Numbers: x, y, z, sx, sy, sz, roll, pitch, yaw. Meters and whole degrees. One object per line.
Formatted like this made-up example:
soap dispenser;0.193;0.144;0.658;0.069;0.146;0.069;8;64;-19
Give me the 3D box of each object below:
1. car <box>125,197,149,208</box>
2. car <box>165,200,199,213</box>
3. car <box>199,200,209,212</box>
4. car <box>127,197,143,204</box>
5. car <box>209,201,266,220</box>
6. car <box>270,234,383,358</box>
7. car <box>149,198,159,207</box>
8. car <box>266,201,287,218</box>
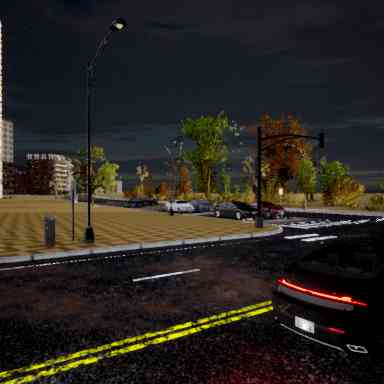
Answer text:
car;-8.458;1.675;49.490;1.994;1.385;4.181;0;0;-30
car;-1.490;1.610;37.890;1.812;1.442;4.674;0;0;-31
car;0.898;1.621;40.207;2.033;1.411;5.357;0;0;-31
car;-11.803;1.681;68.834;1.994;1.385;4.181;0;0;-29
car;3.836;1.564;29.241;1.837;1.490;4.892;0;0;-32
car;3.490;1.504;5.758;4.892;1.490;1.837;0;0;-34
car;-6.901;1.668;53.277;1.994;1.385;4.181;0;0;-30
car;6.638;1.573;30.874;1.812;1.442;4.674;0;0;-30
